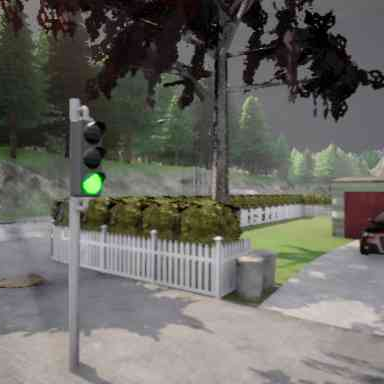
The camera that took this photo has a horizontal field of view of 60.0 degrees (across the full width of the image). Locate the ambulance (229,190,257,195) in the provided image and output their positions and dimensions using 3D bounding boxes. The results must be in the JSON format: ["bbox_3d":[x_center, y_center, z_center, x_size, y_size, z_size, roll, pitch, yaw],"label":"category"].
[{"bbox_3d":[6.354,0.894,44.241,2.351,2.431,6.366,0,0,36],"label":"ambulance"}]

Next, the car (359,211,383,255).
[{"bbox_3d":[6.778,1.297,10.813,1.994,1.381,4.181,0,0,36],"label":"car"}]
